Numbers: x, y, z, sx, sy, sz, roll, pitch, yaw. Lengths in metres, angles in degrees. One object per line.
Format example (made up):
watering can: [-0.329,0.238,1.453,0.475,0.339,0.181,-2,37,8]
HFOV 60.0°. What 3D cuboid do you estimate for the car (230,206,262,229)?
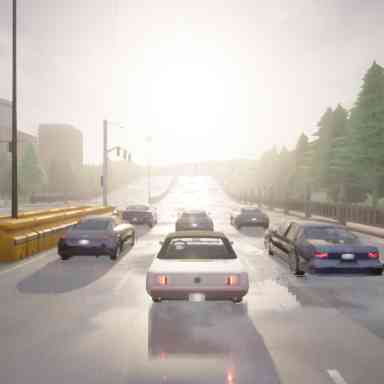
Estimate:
car: [3.626,1.563,21.386,1.994,1.385,4.181,0,0,0]

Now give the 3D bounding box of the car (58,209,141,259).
car: [-3.392,1.563,12.569,1.994,1.385,4.181,0,0,1]

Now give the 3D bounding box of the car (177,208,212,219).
car: [0.124,1.563,18.019,1.994,1.385,4.181,0,0,0]

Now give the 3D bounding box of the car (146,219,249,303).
car: [0.109,1.600,8.169,1.895,1.301,4.718,0,0,0]

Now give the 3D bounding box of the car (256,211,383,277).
car: [3.615,1.547,10.245,2.033,1.411,5.357,0,0,0]

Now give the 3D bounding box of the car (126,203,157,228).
car: [-3.411,1.476,22.190,1.882,1.535,5.008,0,0,-1]
